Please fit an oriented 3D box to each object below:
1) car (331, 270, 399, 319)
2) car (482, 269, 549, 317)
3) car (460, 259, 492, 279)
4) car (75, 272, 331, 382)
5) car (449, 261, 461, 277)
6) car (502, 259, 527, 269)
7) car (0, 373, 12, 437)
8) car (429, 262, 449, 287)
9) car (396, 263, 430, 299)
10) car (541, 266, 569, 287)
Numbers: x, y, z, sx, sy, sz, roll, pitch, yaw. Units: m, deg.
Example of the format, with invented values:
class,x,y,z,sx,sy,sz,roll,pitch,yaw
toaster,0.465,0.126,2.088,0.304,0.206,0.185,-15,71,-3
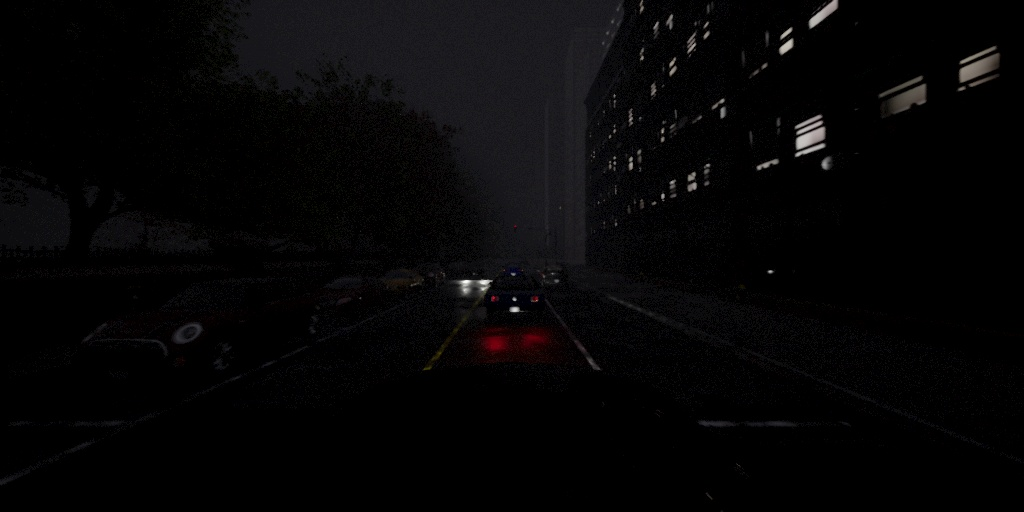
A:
class,x,y,z,sx,sy,sz,roll,pitch,yaw
car,-5.689,1.320,12.709,1.802,1.307,4.207,0,0,0
car,0.093,1.338,13.123,1.895,1.301,4.718,0,0,0
car,-3.090,1.225,31.539,1.837,1.490,4.892,0,0,0
car,-5.691,1.183,7.170,1.967,1.591,4.097,0,0,0
car,-5.764,1.268,34.862,2.007,1.370,4.403,0,0,0
car,0.099,1.247,30.419,1.812,1.442,4.674,0,0,0
car,-5.692,1.316,1.632,1.948,1.339,4.313,0,0,0
car,-5.688,1.167,23.786,1.967,1.591,4.097,0,0,0
car,-5.689,1.257,18.077,1.751,1.417,4.829,0,0,0
car,2.692,1.278,23.787,2.007,1.370,4.403,0,0,0
